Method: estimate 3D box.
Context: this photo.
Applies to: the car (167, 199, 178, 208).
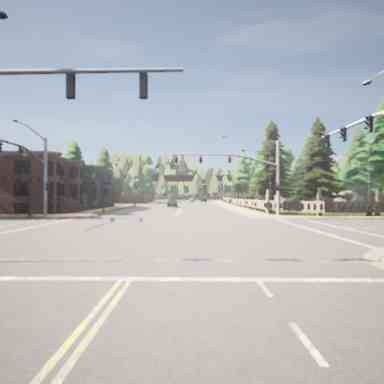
[{"bbox_3d":[-3.525,2.074,60.323,1.837,1.490,4.892,0,-1,0],"label":"car"}]
